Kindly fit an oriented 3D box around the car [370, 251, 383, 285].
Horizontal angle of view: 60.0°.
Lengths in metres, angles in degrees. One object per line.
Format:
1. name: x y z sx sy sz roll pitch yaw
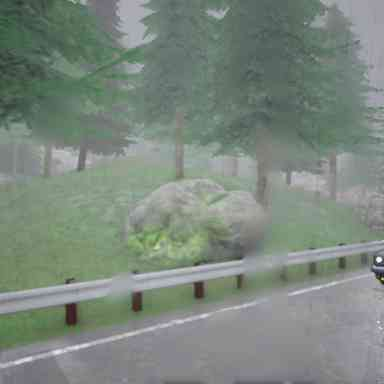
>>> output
1. car: 6.570 1.690 8.413 4.718 1.301 1.895 1 0 -34
